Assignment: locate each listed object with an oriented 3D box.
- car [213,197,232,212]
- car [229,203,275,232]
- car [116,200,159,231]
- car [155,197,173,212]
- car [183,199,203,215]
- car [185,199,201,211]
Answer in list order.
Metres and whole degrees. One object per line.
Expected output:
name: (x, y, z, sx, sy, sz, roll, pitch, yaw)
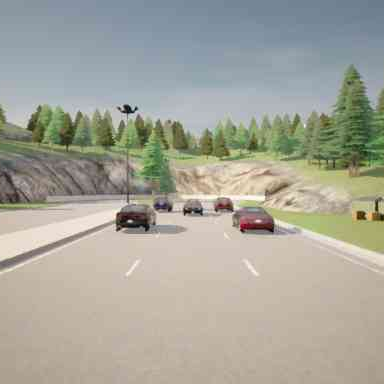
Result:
car: (3.609, 1.352, 39.003, 2.097, 1.767, 4.553, 0, 0, 0)
car: (3.600, 1.564, 20.056, 1.994, 1.385, 4.181, 0, 0, 0)
car: (-3.399, 1.477, 20.741, 1.882, 1.535, 5.008, 0, 0, 0)
car: (-3.392, 1.352, 39.022, 2.097, 1.767, 4.553, 0, 0, 0)
car: (0.097, 1.601, 33.162, 1.895, 1.301, 4.718, 0, 0, 0)
car: (0.131, 1.564, 42.478, 1.994, 1.385, 4.181, 0, 0, 1)
